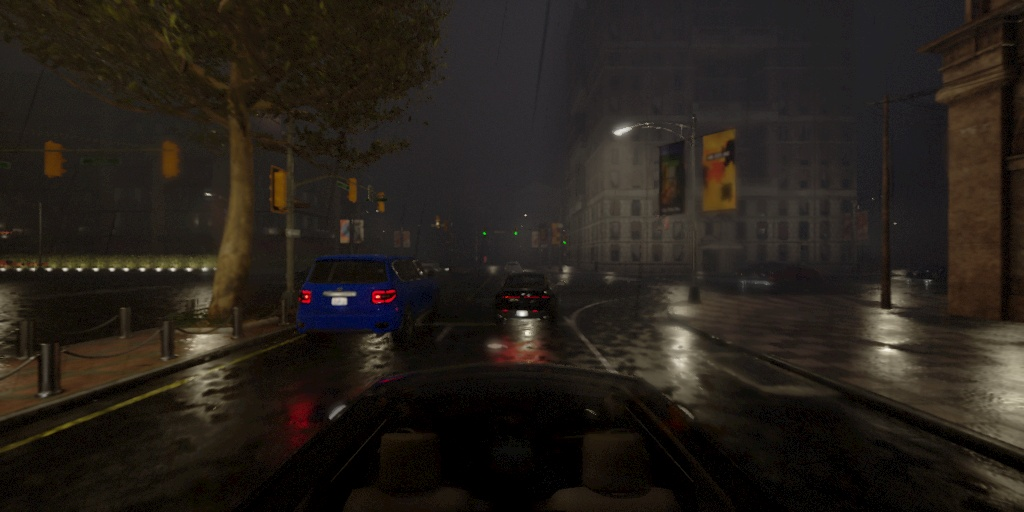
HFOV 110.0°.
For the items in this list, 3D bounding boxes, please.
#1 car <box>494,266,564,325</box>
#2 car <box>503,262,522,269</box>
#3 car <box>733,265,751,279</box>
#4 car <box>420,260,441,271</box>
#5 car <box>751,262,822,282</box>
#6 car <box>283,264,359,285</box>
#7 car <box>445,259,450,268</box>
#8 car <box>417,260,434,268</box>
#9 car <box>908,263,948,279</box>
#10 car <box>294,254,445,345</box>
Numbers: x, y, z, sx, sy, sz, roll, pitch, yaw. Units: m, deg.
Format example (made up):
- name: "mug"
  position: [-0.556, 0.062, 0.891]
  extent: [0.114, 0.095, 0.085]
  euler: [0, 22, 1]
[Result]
- name: "car"
  position: [0.650, 1.272, 11.943]
  extent: [1.837, 1.490, 4.892]
  euler: [-1, 0, 9]
- name: "car"
  position: [0.090, 1.334, 37.695]
  extent: [1.812, 1.442, 4.674]
  euler: [0, 0, 0]
- name: "car"
  position: [22.560, 1.302, 32.221]
  extent: [4.892, 1.490, 1.837]
  euler: [0, 0, 0]
- name: "car"
  position: [-11.525, 1.356, 50.975]
  extent: [1.812, 1.442, 4.674]
  euler: [0, 0, 0]
- name: "car"
  position: [22.149, 1.355, 28.719]
  extent: [4.181, 1.385, 1.994]
  euler: [0, 0, 0]
- name: "car"
  position: [-14.322, 1.339, 26.855]
  extent: [5.357, 1.411, 2.033]
  euler: [0, 0, 21]
- name: "car"
  position: [-11.512, 1.325, 61.717]
  extent: [1.882, 1.535, 5.008]
  euler: [0, 0, 0]
- name: "car"
  position: [-15.005, 1.355, 62.356]
  extent: [1.837, 1.490, 4.892]
  euler: [0, -1, 0]
- name: "car"
  position: [38.522, 1.323, 32.204]
  extent: [4.674, 1.442, 1.812]
  euler: [0, 0, 0]
- name: "car"
  position: [-3.442, 0.985, 9.731]
  extent: [2.150, 2.045, 5.566]
  euler: [0, 0, -1]
